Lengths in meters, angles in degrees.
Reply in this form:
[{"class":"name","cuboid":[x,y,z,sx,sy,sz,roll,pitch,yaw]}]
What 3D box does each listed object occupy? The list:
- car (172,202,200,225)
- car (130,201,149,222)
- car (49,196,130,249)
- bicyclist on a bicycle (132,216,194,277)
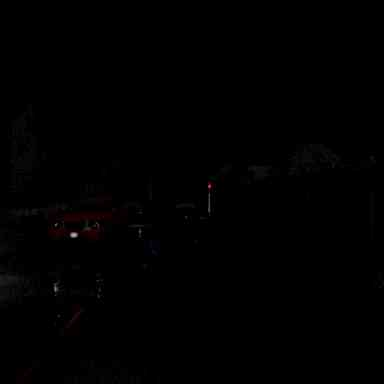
[{"class":"car","cuboid":[-0.467,1.477,24.361,1.882,1.535,5.008,0,0,-2]},{"class":"car","cuboid":[-4.622,1.477,26.711,1.882,1.535,5.008,0,0,-1]},{"class":"car","cuboid":[-4.436,1.221,14.994,2.150,2.045,5.566,0,0,-2]},{"class":"bicyclist on a bicycle","cuboid":[-0.794,1.446,8.800,1.656,1.620,0.582,-2,0,-1]}]
